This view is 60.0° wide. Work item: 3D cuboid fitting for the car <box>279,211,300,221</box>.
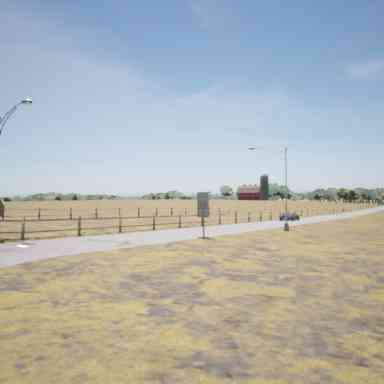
[{"bbox_3d":[14.584,3.577,49.586,1.994,1.385,4.181,-2,-3,35],"label":"car"}]
